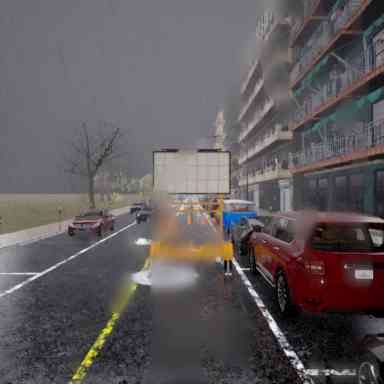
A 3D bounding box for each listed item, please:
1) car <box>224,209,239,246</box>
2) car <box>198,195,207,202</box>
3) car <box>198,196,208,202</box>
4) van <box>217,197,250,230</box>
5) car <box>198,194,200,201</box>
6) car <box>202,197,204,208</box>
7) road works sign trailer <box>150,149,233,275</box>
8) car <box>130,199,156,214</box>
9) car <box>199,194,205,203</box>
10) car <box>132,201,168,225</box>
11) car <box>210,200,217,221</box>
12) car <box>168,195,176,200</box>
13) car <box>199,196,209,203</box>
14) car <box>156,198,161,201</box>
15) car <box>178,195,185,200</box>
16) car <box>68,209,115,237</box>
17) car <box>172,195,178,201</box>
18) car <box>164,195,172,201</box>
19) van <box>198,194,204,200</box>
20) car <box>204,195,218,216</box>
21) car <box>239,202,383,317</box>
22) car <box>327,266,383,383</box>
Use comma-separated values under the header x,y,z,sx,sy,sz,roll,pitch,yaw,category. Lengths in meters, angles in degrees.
x,y,z,sx,sy,sz,roll,pitch,yaw,category
2.561,1.569,13.021,1.947,1.339,4.313,1,0,0,car
2.488,1.463,80.954,1.967,1.590,4.097,1,0,0,car
2.493,1.571,75.293,2.008,1.369,4.403,1,0,0,car
2.557,1.345,18.683,1.690,1.788,3.998,1,0,0,van
2.506,1.542,64.141,1.752,1.417,4.829,1,0,0,car
2.530,1.591,41.327,1.802,1.307,4.206,1,0,0,car
-0.010,0.466,10.405,2.380,3.560,2.880,0,0,0,road works sign trailer
-5.343,1.573,35.125,1.947,1.339,4.313,1,0,0,car
2.527,1.325,46.988,2.192,1.841,5.009,1,0,0,car
-2.876,1.606,24.511,1.895,1.301,4.718,0,0,0,car
2.549,1.530,24.514,1.752,1.417,4.829,1,0,0,car
-5.405,1.579,91.665,2.008,1.369,4.403,1,0,0,car
2.500,1.544,69.802,1.752,1.417,4.829,1,0,0,car
-5.356,1.592,46.433,1.802,1.307,4.206,1,0,0,car
-2.844,1.573,87.632,2.033,1.411,5.357,0,0,0,car
-5.325,1.586,18.163,1.802,1.307,4.206,1,0,0,car
-5.399,1.576,86.011,2.008,1.369,4.403,1,0,0,car
-5.374,1.541,63.225,1.752,1.417,4.829,1,0,0,car
2.477,1.369,92.276,1.690,1.788,3.998,1,0,0,van
2.545,1.321,30.005,2.192,1.841,5.009,1,0,0,car
2.570,1.317,7.361,2.192,1.841,5.009,1,0,0,car
2.573,1.566,1.699,1.947,1.339,4.313,1,0,0,car
